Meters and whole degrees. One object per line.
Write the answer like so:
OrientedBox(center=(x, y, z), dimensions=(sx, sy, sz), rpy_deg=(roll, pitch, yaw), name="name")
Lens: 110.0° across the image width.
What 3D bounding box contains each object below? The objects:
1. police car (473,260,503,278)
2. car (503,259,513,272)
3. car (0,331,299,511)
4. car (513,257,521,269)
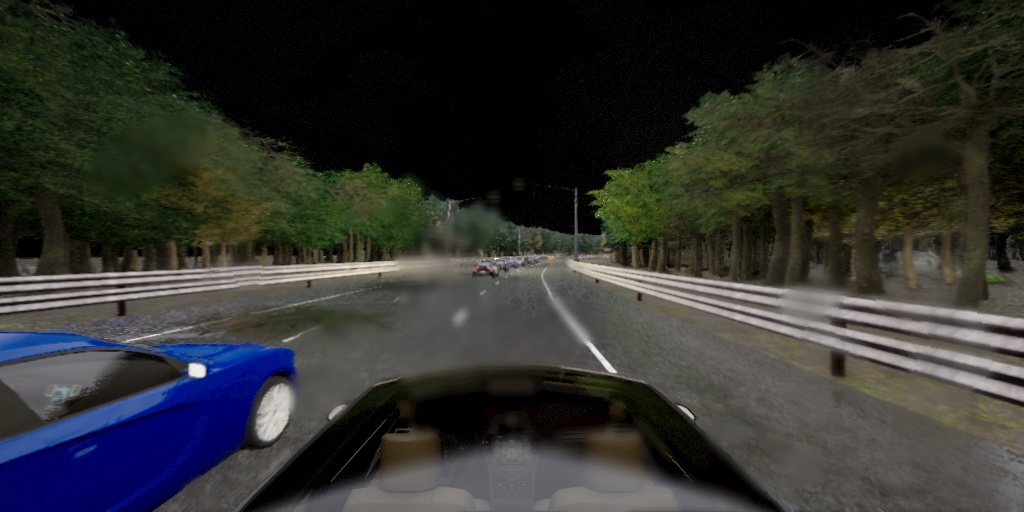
OrientedBox(center=(-2.352, 1.227, 33.666), dimensions=(2.038, 1.542, 4.974), rpy_deg=(0, 0, 4), name="police car")
OrientedBox(center=(-1.384, 1.244, 44.481), dimensions=(1.812, 1.442, 4.674), rpy_deg=(0, 0, 6), name="car")
OrientedBox(center=(-3.375, 1.203, 2.126), dimensions=(1.882, 1.535, 5.008), rpy_deg=(0, 0, 0), name="car")
OrientedBox(center=(-0.128, 1.208, 55.264), dimensions=(1.812, 1.442, 4.674), rpy_deg=(0, 0, 7), name="car")
